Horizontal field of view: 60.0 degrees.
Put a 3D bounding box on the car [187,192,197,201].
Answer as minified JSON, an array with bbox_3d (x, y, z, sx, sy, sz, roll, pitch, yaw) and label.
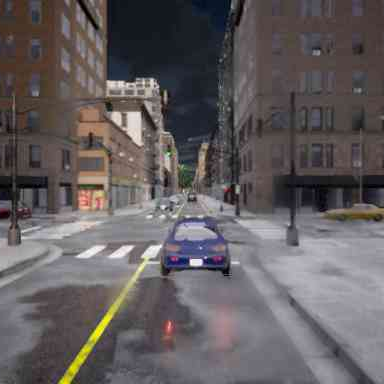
[{"bbox_3d":[0.015,0.974,77.735,2.150,2.045,5.566,0,0,0],"label":"car"}]

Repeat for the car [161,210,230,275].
[{"bbox_3d":[0.100,1.514,10.255,1.812,1.442,4.674,0,0,0],"label":"car"}]

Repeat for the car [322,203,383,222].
[{"bbox_3d":[12.427,1.486,25.112,4.829,1.417,1.752,0,0,1],"label":"car"}]

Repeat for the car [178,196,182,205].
[{"bbox_3d":[-3.048,1.442,54.687,1.812,1.442,4.674,0,0,0],"label":"car"}]

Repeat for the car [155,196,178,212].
[{"bbox_3d":[-3.087,1.438,37.717,2.128,1.511,4.902,0,0,0],"label":"car"}]

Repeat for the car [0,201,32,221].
[{"bbox_3d":[-14.597,1.395,25.398,4.097,1.590,1.967,0,0,1],"label":"car"}]

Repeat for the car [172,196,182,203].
[{"bbox_3d":[-2.988,1.502,68.727,1.895,1.301,4.718,0,0,0],"label":"car"}]

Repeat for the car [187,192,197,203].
[{"bbox_3d":[0.013,1.366,67.287,1.882,1.535,5.008,0,0,0],"label":"car"}]
